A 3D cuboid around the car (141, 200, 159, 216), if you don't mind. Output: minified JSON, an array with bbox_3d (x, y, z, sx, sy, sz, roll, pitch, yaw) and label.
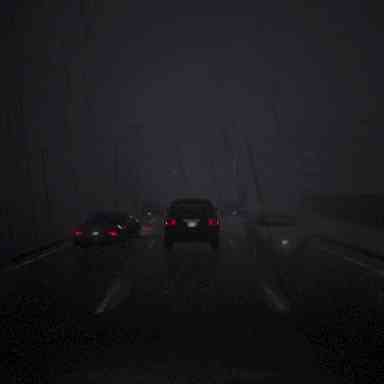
[{"bbox_3d":[-3.510,1.515,29.625,1.837,1.490,4.892,0,0,0],"label":"car"}]

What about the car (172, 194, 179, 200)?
[{"bbox_3d":[-4.779,1.438,95.124,1.837,1.490,4.892,0,0,0],"label":"car"}]

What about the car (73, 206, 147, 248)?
[{"bbox_3d":[-3.500,1.561,14.589,2.033,1.411,5.357,0,0,0],"label":"car"}]

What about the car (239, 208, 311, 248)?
[{"bbox_3d":[3.500,1.614,14.619,1.895,1.301,4.718,0,0,0],"label":"car"}]

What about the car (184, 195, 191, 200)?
[{"bbox_3d":[-1.279,1.495,95.381,1.994,1.385,4.181,0,0,0],"label":"car"}]

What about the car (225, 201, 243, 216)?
[{"bbox_3d":[3.490,1.531,29.669,1.812,1.442,4.674,0,0,0],"label":"car"}]

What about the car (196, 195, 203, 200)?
[{"bbox_3d":[2.221,1.540,95.530,1.895,1.301,4.718,0,0,0],"label":"car"}]

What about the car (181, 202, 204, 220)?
[{"bbox_3d":[-0.010,1.615,29.677,1.895,1.301,4.718,0,0,0],"label":"car"}]

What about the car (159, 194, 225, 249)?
[{"bbox_3d":[0.000,1.256,14.619,2.150,2.045,5.566,0,0,0],"label":"car"}]
